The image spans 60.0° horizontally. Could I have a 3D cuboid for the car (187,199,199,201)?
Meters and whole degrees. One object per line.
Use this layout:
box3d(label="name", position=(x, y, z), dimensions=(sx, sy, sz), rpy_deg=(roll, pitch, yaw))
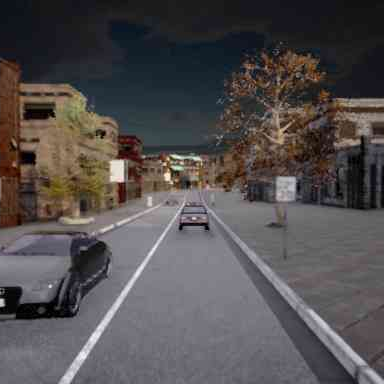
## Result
box3d(label="car", position=(0.145, 1.578, 42.779), dimensions=(1.895, 1.301, 4.718), rpy_deg=(0, 0, 0))

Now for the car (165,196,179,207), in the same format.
box3d(label="car", position=(-3.020, 1.407, 50.798), dimensions=(1.837, 1.490, 4.892), rpy_deg=(0, 1, 0))

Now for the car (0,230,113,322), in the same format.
box3d(label="car", position=(-3.096, 1.560, 7.253), dimensions=(1.994, 1.385, 4.181), rpy_deg=(0, 0, 0))

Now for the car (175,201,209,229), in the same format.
box3d(label="car", position=(0.118, 1.537, 21.277), dimensions=(2.033, 1.411, 5.357), rpy_deg=(0, 0, 0))
